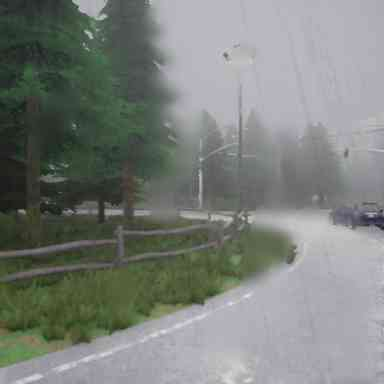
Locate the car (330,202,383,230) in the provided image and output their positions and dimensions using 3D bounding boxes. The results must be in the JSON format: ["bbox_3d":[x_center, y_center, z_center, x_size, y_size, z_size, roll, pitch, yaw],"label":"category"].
[{"bbox_3d":[10.676,1.422,21.683,2.097,1.767,4.553,0,0,4],"label":"car"}]
